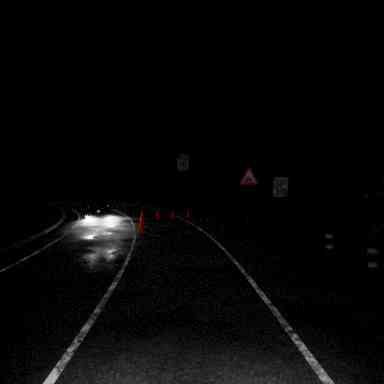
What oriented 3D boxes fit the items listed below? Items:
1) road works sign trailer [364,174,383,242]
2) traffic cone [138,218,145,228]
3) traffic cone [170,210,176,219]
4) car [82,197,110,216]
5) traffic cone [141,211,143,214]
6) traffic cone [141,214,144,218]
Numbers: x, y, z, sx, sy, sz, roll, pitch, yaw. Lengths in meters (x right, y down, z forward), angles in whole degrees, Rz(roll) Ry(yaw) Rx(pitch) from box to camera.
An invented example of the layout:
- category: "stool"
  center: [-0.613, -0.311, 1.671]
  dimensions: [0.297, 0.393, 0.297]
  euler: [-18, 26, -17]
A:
- category: "road works sign trailer"
  center: [7.389, 0.813, 10.801]
  dimensions: [2.380, 2.880, 3.560]
  euler: [43, 2, -1]
- category: "traffic cone"
  center: [-2.416, 1.661, 15.749]
  dimensions: [0.340, 0.580, 0.340]
  euler: [-1, 2, -8]
- category: "traffic cone"
  center: [-1.265, 1.453, 21.954]
  dimensions: [0.340, 0.580, 0.340]
  euler: [-1, 2, -7]
- category: "car"
  center: [-7.847, 1.111, 27.103]
  dimensions: [1.895, 1.301, 4.718]
  euler: [-2, 2, -21]
- category: "traffic cone"
  center: [-2.964, 1.557, 19.710]
  dimensions: [0.340, 0.580, 0.340]
  euler: [-1, 2, -8]
- category: "traffic cone"
  center: [-2.690, 1.609, 17.730]
  dimensions: [0.340, 0.580, 0.340]
  euler: [-1, 2, -8]
